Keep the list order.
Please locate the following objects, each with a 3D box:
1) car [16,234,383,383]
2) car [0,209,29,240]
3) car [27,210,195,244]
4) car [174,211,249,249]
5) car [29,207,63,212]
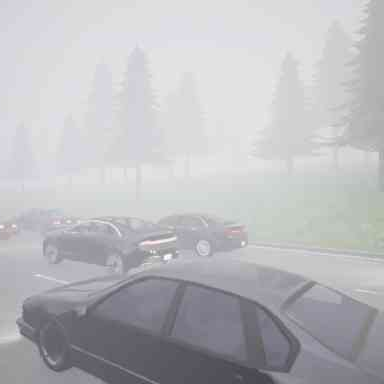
[{"bbox_3d":[0.124,1.548,3.903,5.357,1.411,2.033,0,0,35],"label":"car"},{"bbox_3d":[-10.303,1.547,15.641,5.357,1.411,2.033,0,0,33],"label":"car"},{"bbox_3d":[-2.613,1.492,10.139,4.902,1.511,2.128,0,0,35],"label":"car"},{"bbox_3d":[-0.231,1.505,12.744,4.892,1.490,1.837,0,0,35],"label":"car"},{"bbox_3d":[-8.194,1.547,18.358,5.357,1.411,2.033,0,0,38],"label":"car"}]
